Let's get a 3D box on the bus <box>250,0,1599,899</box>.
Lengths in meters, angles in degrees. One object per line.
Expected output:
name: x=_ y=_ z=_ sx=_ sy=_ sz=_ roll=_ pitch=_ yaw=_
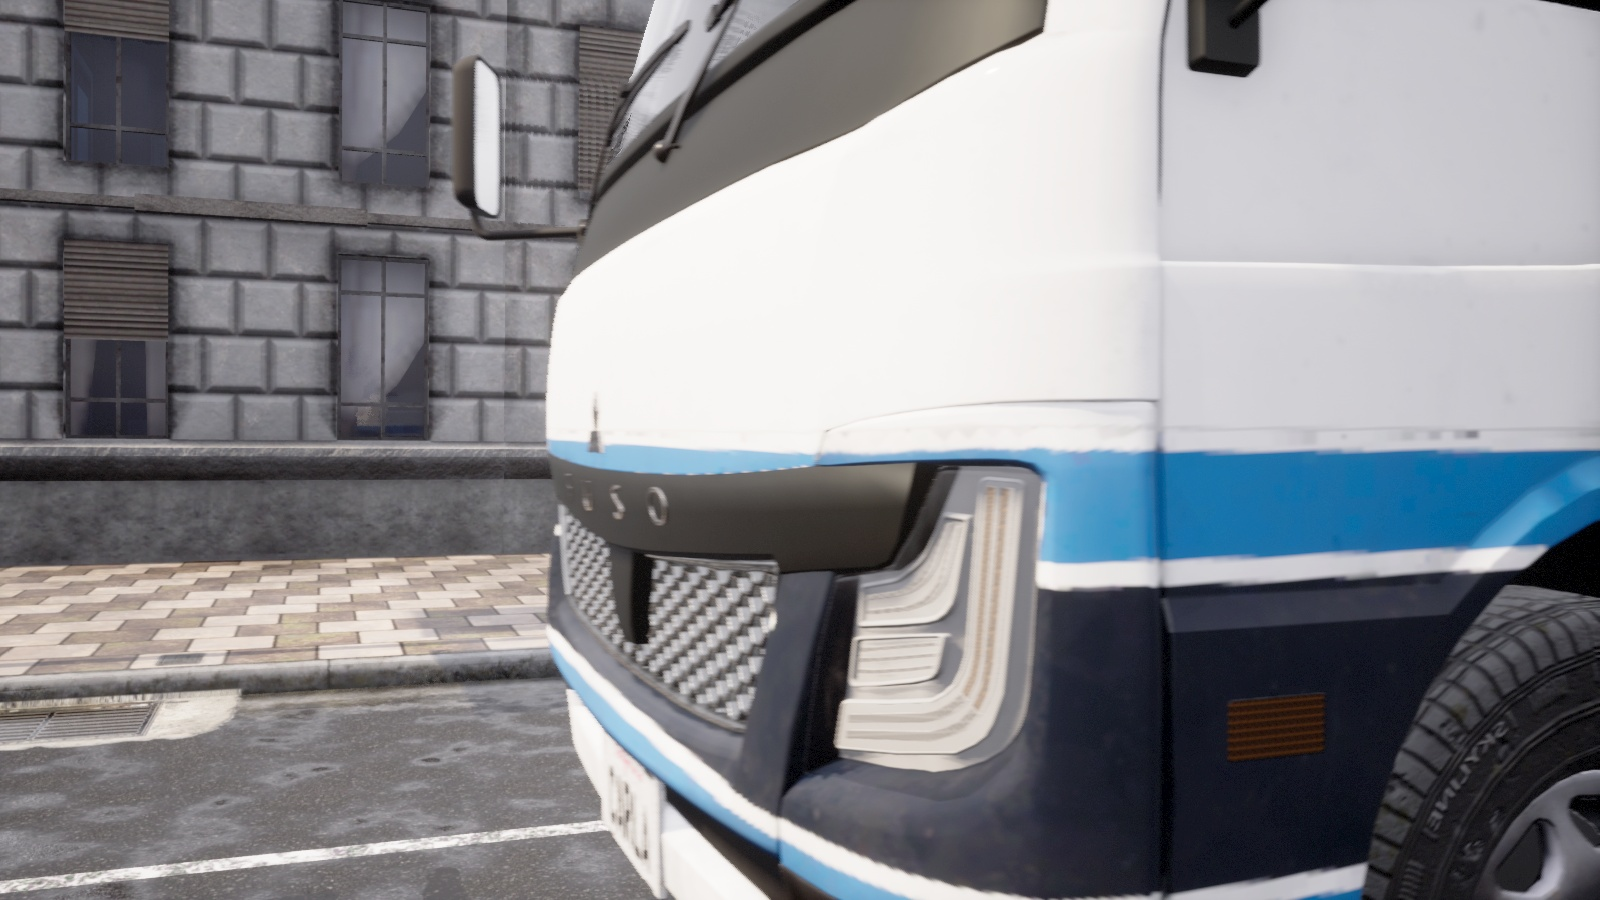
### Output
bus: x=3.667 y=-0.694 z=4.643 sx=10.273 sy=4.253 sz=3.944 roll=-1 pitch=1 yaw=-21
